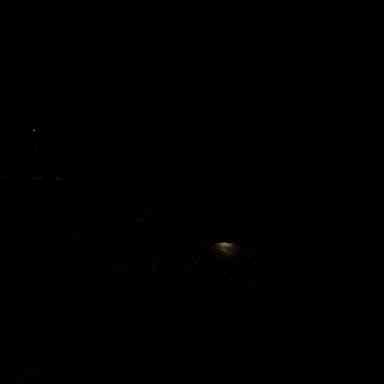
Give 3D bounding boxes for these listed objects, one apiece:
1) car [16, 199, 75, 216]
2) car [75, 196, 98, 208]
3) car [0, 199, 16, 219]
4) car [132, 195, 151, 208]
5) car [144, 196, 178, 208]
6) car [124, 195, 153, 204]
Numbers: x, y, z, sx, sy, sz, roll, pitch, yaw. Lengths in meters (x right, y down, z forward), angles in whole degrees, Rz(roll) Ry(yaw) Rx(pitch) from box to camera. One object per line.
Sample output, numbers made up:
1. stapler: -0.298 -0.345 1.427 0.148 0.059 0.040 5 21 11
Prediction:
1. car: -13.346 1.437 30.019 2.008 1.369 4.403 1 1 36
2. car: -14.332 1.256 43.299 2.008 1.369 4.403 1 1 36
3. car: -16.475 1.514 25.644 1.947 1.339 4.313 1 1 36
4. car: -7.091 1.339 38.769 1.802 1.307 4.206 1 1 36
5. car: -3.964 1.234 43.142 1.887 1.381 4.507 1 2 36
6. car: -8.280 1.140 51.763 1.947 1.339 4.313 1 2 36
